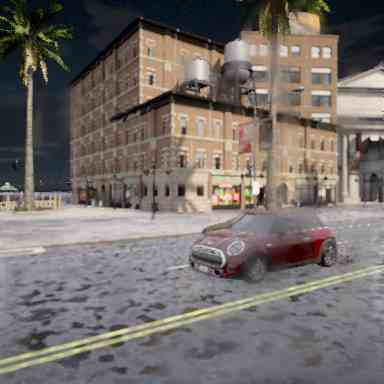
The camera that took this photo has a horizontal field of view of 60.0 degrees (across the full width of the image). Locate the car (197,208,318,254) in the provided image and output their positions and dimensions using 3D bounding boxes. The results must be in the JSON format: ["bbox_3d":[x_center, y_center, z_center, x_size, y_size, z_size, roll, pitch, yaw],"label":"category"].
[{"bbox_3d":[2.980,1.540,14.504,5.357,1.411,2.033,0,0,-34],"label":"car"}]

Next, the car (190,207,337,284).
[{"bbox_3d":[2.150,1.347,9.683,4.553,1.767,2.097,0,0,-34],"label":"car"}]
